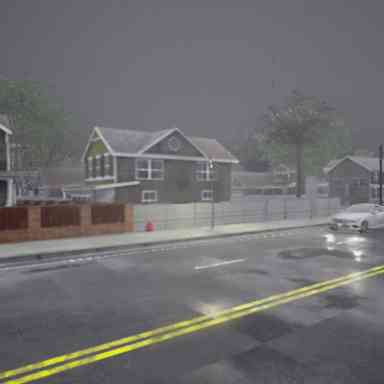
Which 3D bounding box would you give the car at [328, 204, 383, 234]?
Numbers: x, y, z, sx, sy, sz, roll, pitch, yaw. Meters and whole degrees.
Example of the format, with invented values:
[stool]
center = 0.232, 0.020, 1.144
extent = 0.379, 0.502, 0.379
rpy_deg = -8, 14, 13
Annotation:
[car]
center = 9.488, 1.393, 18.409
extent = 4.674, 1.442, 1.812
rpy_deg = 0, 0, -35
